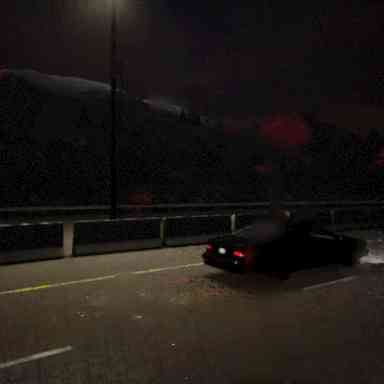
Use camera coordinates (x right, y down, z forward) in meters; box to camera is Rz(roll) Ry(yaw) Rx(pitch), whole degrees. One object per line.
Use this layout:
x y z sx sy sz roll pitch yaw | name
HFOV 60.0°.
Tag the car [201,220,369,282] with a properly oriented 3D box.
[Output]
2.882 1.535 9.730 5.357 1.411 2.033 0 0 -32 | car
